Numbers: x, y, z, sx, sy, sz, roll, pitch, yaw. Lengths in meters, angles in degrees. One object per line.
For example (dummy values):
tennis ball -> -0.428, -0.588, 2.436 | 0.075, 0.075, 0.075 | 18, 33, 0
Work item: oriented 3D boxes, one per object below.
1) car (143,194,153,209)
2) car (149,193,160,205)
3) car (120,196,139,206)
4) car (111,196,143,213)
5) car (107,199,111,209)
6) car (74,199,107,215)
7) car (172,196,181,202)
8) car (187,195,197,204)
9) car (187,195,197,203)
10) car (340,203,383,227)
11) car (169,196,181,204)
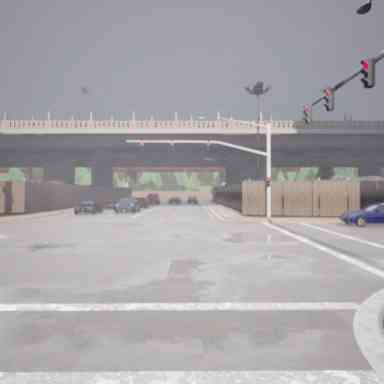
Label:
car -> -7.028, 1.466, 45.829 | 1.882, 1.535, 5.008 | 0, 0, 0
car -> -7.003, 1.198, 59.591 | 2.150, 2.045, 5.566 | 0, 1, 0
car -> -10.510, 1.475, 56.275 | 2.128, 1.511, 4.902 | 0, 0, 0
car -> -7.042, 1.342, 36.601 | 2.097, 1.767, 4.553 | 0, 0, 0
car -> -10.537, 1.553, 42.546 | 1.994, 1.385, 4.181 | 0, 0, 0
car -> -10.542, 1.555, 34.163 | 1.994, 1.385, 4.181 | 0, 0, 1
car -> -3.406, 1.575, 73.934 | 1.895, 1.301, 4.718 | 0, 0, 0
car -> 0.081, 1.584, 63.573 | 1.895, 1.301, 4.718 | 0, 0, 0
car -> 0.094, 1.505, 73.899 | 2.128, 1.511, 4.902 | 0, 0, 0
car -> 12.054, 1.465, 21.418 | 4.674, 1.442, 1.812 | 0, 0, 1
car -> -3.419, 1.584, 63.941 | 1.895, 1.301, 4.718 | 0, 0, 0
